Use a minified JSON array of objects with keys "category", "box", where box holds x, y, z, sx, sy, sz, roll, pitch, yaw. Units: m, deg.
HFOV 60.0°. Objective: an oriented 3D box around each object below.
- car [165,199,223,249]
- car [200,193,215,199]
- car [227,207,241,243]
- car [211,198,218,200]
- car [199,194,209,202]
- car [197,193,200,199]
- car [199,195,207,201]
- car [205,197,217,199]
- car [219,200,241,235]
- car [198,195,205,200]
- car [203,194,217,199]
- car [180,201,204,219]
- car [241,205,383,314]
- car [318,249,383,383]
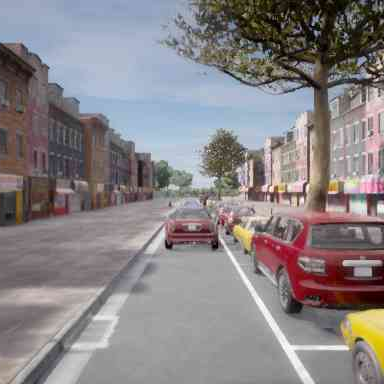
[{"category":"car","box":[0.000,1.365,14.620,2.097,1.767,4.553,0,0,0]},{"category":"car","box":[2.981,1.178,55.644,2.150,2.045,5.566,0,0,0]},{"category":"car","box":[2.637,1.524,13.229,1.752,1.417,4.829,0,0,0]},{"category":"car","box":[2.638,1.435,24.151,1.967,1.590,4.097,0,0,0]},{"category":"car","box":[2.638,1.363,74.065,1.967,1.590,4.097,0,0,0]},{"category":"car","box":[2.638,1.246,68.519,2.192,1.841,5.009,0,0,0]},{"category":"car","box":[2.638,1.459,79.611,1.887,1.381,4.507,0,0,0]},{"category":"car","box":[2.638,1.532,35.245,2.008,1.369,4.403,0,0,0]},{"category":"car","box":[2.637,1.438,18.605,1.967,1.590,4.097,0,0,0]},{"category":"car","box":[2.637,1.428,90.872,1.752,1.417,4.829,0,0,0]},{"category":"car","box":[3.025,1.418,48.804,1.801,1.575,5.366,0,0,0]},{"category":"car","box":[0.000,1.563,29.649,1.994,1.385,4.181,0,0,0]},{"category":"car","box":[2.637,1.313,7.514,2.192,1.841,5.009,0,0,0]},{"category":"car","box":[2.637,1.524,2.138,1.752,1.417,4.829,0,0,0]}]
